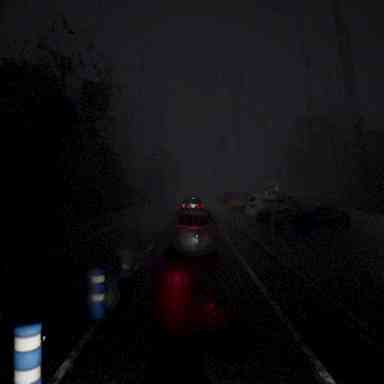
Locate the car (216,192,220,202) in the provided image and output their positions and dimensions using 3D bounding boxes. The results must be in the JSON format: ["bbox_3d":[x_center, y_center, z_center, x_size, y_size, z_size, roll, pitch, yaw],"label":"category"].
[{"bbox_3d":[7.088,1.208,58.465,4.792,1.488,2.163,0,0,0],"label":"car"}]

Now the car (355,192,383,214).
[{"bbox_3d":[20.019,1.068,33.348,5.566,2.045,2.435,0,1,0],"label":"car"}]

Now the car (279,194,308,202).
[{"bbox_3d":[20.259,1.150,66.583,5.008,1.535,2.097,0,0,0],"label":"car"}]

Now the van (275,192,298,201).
[{"bbox_3d":[20.428,0.911,72.246,4.442,1.987,1.878,0,0,0],"label":"van"}]

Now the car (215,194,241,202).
[{"bbox_3d":[7.193,1.159,66.792,4.892,1.521,2.231,0,0,0],"label":"car"}]

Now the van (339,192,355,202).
[{"bbox_3d":[20.154,1.032,39.011,4.442,1.987,1.878,0,1,0],"label":"van"}]

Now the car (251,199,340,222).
[{"bbox_3d":[6.825,1.450,22.387,5.008,1.535,2.097,0,1,0],"label":"car"}]

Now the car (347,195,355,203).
[{"bbox_3d":[19.985,1.317,36.121,4.792,1.488,2.163,0,1,0],"label":"car"}]

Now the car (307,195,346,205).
[{"bbox_3d":[20.133,1.192,49.962,5.008,1.535,2.097,0,0,0],"label":"car"}]

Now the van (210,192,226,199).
[{"bbox_3d":[7.299,0.937,94.537,4.442,1.987,1.878,0,-1,0],"label":"van"}]

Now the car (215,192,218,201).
[{"bbox_3d":[7.111,1.201,61.241,4.792,1.488,2.163,0,0,0],"label":"car"}]

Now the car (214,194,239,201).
[{"bbox_3d":[7.203,1.152,69.569,4.892,1.521,2.231,0,0,0],"label":"car"}]

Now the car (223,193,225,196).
[{"bbox_3d":[6.997,1.223,44.583,4.892,1.521,2.231,0,1,0],"label":"car"}]

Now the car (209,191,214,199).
[{"bbox_3d":[7.047,1.141,72.346,5.366,1.575,1.946,0,0,0],"label":"car"}]

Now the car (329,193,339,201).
[{"bbox_3d":[20.089,1.262,41.785,4.792,1.488,2.163,0,1,0],"label":"car"}]

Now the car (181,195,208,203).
[{"bbox_3d":[0.091,1.179,29.266,2.097,1.767,4.553,0,0,0],"label":"car"}]

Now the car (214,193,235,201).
[{"bbox_3d":[7.224,1.011,75.121,4.553,1.767,2.185,0,0,0],"label":"car"}]

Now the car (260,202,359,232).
[{"bbox_3d":[6.768,1.511,19.612,4.792,1.488,2.163,0,1,0],"label":"car"}]

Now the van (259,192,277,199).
[{"bbox_3d":[20.332,0.869,88.876,4.442,1.987,1.878,0,0,0],"label":"van"}]

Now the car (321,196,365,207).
[{"bbox_3d":[20.111,1.244,44.424,4.792,1.488,2.163,0,0,0],"label":"car"}]

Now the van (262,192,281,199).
[{"bbox_3d":[20.541,0.876,85.972,4.442,1.987,1.878,0,0,0],"label":"van"}]

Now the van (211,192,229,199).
[{"bbox_3d":[7.230,0.883,86.226,4.442,1.987,1.878,0,0,0],"label":"van"}]

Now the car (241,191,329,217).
[{"bbox_3d":[6.871,1.168,25.160,5.566,2.045,2.435,0,1,0],"label":"car"}]

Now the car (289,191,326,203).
[{"bbox_3d":[20.168,0.920,58.271,5.566,2.045,2.435,0,0,0],"label":"car"}]

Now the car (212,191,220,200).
[{"bbox_3d":[6.978,1.162,64.018,5.366,1.575,1.946,0,0,0],"label":"car"}]

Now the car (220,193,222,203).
[{"bbox_3d":[7.078,1.229,50.136,4.792,1.488,2.163,0,0,0],"label":"car"}]

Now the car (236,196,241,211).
[{"bbox_3d":[6.895,1.358,30.715,4.892,1.521,2.231,0,1,0],"label":"car"}]

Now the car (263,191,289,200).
[{"bbox_3d":[20.352,0.864,80.557,5.566,2.045,2.435,0,0,0],"label":"car"}]

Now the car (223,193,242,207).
[{"bbox_3d":[6.773,1.262,39.165,5.366,1.575,1.946,0,1,0],"label":"car"}]

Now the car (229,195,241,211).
[{"bbox_3d":[6.726,1.323,33.492,5.366,1.575,1.946,0,1,0],"label":"car"}]

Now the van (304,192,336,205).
[{"bbox_3d":[20.267,0.959,52.730,4.442,1.987,1.878,0,0,0],"label":"van"}]

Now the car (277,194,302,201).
[{"bbox_3d":[20.291,1.183,69.477,4.674,1.452,2.002,0,0,0],"label":"car"}]

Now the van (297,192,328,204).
[{"bbox_3d":[20.056,0.952,55.502,4.442,1.987,1.878,0,0,0],"label":"van"}]

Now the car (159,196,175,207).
[{"bbox_3d":[-3.292,1.223,44.557,1.882,1.535,5.008,0,0,0],"label":"car"}]

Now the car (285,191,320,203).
[{"bbox_3d":[20.191,0.913,61.041,5.566,2.045,2.435,0,0,0],"label":"car"}]

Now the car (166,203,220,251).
[{"bbox_3d":[0.079,1.418,13.631,2.128,1.511,4.902,0,0,0],"label":"car"}]

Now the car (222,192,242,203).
[{"bbox_3d":[7.057,1.083,47.362,4.553,1.767,2.185,0,0,0],"label":"car"}]
